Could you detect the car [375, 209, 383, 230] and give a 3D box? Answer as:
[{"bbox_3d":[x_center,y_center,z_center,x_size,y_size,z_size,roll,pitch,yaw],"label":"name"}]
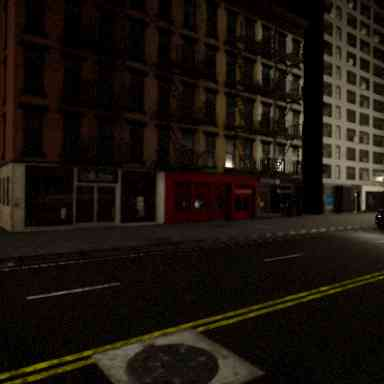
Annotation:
[{"bbox_3d":[14.324,1.449,21.873,5.566,2.045,2.150,1,0,-35],"label":"car"}]
